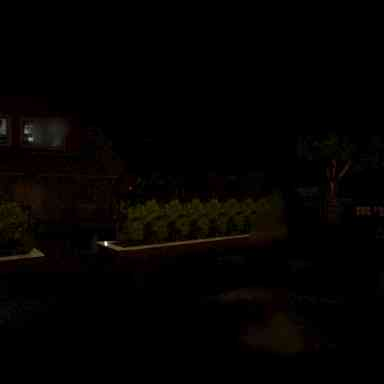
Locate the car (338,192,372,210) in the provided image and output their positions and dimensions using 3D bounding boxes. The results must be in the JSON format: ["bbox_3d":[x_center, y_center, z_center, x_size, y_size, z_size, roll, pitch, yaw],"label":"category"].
[{"bbox_3d":[17.407,0.985,36.196,3.866,1.878,1.905,0,0,0],"label":"car"}]
